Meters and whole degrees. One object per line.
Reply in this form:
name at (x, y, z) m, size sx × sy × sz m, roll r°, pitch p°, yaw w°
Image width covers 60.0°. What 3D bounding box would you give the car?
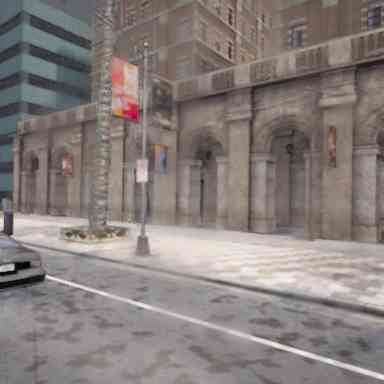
car at (-5.733, 1.575, 8.284) m, size 5.357 × 1.411 × 2.033 m, roll 0°, pitch -1°, yaw 38°
